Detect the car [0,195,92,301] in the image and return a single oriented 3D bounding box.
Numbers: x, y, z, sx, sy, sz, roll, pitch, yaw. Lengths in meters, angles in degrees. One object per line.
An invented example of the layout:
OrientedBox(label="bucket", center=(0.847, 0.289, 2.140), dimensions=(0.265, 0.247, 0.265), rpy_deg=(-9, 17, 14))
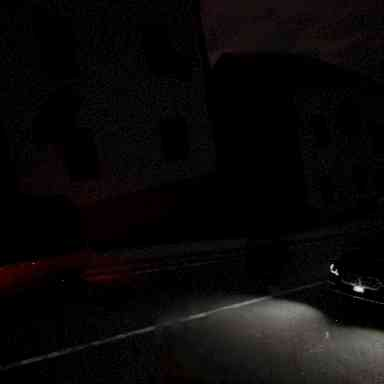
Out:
OrientedBox(label="car", center=(-4.060, 0.985, 6.690), dimensions=(1.767, 2.097, 4.553), rpy_deg=(-49, -23, 21))

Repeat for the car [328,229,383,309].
OrientedBox(label="car", center=(5.077, 1.589, 7.596), dimensions=(4.892, 1.490, 1.837), rpy_deg=(1, 0, -36))
